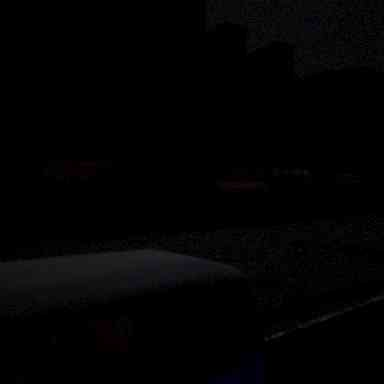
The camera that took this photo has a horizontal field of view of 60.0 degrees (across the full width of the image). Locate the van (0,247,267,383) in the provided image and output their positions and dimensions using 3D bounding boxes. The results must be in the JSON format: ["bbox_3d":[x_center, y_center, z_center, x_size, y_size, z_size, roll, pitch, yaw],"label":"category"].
[{"bbox_3d":[-1.364,1.340,1.864,3.998,1.788,1.690,1,-2,-35],"label":"van"}]
